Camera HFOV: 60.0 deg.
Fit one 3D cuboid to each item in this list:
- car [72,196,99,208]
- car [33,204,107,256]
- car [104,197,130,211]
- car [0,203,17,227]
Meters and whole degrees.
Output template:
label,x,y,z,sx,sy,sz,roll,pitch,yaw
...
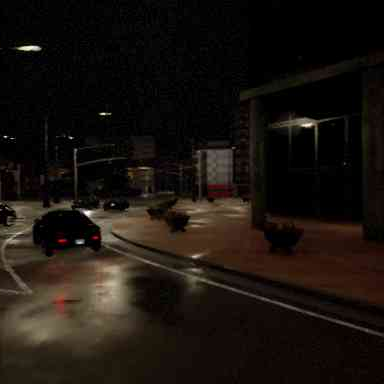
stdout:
label,x,y,z,sx,sy,sz,roll,pitch,yaw
car,-11.485,1.175,36.002,1.837,1.490,4.892,0,0,0
car,-4.834,1.412,12.657,1.812,1.442,4.674,-1,1,-32
car,-7.800,1.221,34.671,1.994,1.385,4.181,0,1,0
car,-12.088,1.373,18.913,1.837,1.490,4.892,0,0,7
